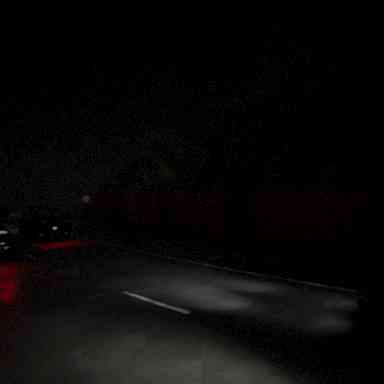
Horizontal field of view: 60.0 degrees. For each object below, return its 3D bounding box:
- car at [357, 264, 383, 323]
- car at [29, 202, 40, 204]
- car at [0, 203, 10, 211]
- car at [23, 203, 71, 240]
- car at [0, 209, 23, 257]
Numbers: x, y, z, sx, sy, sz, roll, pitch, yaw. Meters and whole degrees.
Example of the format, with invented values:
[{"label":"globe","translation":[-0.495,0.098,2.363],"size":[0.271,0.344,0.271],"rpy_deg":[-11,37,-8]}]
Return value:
[{"label":"car","translation":[5.020,1.613,4.707],"size":[4.718,1.301,1.895],"rpy_deg":[0,0,36]},{"label":"car","translation":[-16.210,1.800,34.510],"size":[1.812,1.442,4.674],"rpy_deg":[0,0,-18]},{"label":"car","translation":[-19.233,1.750,32.562],"size":[1.882,1.535,5.008],"rpy_deg":[0,0,-19]},{"label":"car","translation":[-8.090,1.620,18.088],"size":[1.882,1.535,5.008],"rpy_deg":[0,0,-36]},{"label":"car","translation":[-8.332,1.603,12.709],"size":[2.128,1.511,4.902],"rpy_deg":[0,0,-40]}]
